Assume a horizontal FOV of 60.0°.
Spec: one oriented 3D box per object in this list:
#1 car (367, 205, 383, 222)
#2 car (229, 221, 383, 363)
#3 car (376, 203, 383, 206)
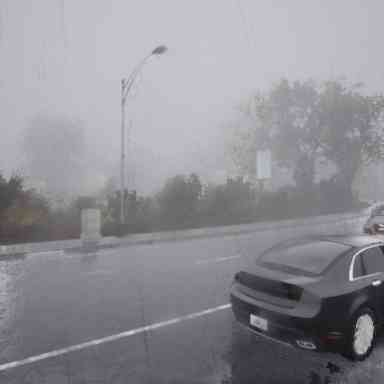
[{"bbox_3d":[10.436,1.574,16.984,4.181,1.385,1.994,0,0,-42],"label":"car"},{"bbox_3d":[2.836,1.510,5.953,4.892,1.490,1.837,0,0,-37],"label":"car"},{"bbox_3d":[16.446,1.575,27.722,1.994,1.385,4.181,0,0,42],"label":"car"}]
